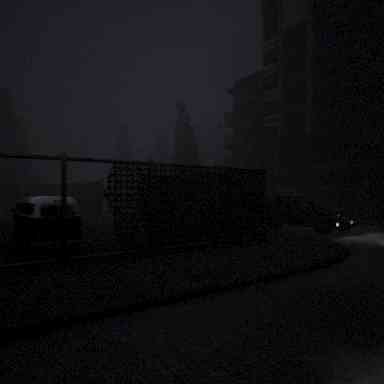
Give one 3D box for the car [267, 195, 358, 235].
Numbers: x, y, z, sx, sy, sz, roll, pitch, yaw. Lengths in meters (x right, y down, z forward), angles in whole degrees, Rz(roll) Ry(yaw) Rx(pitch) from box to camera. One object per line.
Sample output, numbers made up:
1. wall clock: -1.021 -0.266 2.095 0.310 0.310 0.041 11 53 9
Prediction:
1. car: 6.648 1.220 19.433 2.150 2.045 5.566 0 0 -35
